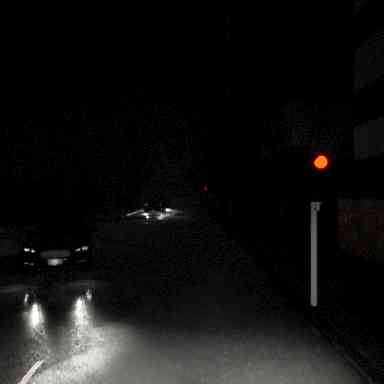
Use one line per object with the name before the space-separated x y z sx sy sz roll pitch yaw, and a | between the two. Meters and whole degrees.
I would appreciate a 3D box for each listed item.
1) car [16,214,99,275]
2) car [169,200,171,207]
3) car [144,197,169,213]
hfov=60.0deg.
car | -4.105 1.491 10.695 2.128 1.511 4.902 1 0 -16
car | -4.103 1.601 47.674 1.895 1.301 4.718 0 0 0
car | -4.117 1.352 37.612 2.097 1.767 4.553 0 0 0
